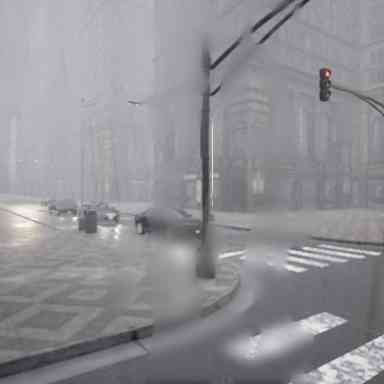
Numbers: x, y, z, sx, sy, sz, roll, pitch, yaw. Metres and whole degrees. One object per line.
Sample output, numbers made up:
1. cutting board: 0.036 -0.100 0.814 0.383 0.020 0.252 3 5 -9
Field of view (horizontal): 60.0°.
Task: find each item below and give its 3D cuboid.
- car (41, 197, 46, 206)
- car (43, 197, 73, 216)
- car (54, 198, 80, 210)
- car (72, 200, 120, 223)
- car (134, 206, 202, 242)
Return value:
1. car: -22.278 1.514 51.907 1.812 1.442 4.674 0 0 -36
2. car: -13.248 1.569 33.922 2.033 1.411 5.357 0 0 -35
3. car: -16.637 1.557 44.092 2.033 1.411 5.357 0 0 -35
4. car: -7.100 1.530 25.291 2.128 1.511 4.902 0 0 -36
5. car: -1.186 1.519 17.003 1.882 1.535 5.008 0 0 -36
